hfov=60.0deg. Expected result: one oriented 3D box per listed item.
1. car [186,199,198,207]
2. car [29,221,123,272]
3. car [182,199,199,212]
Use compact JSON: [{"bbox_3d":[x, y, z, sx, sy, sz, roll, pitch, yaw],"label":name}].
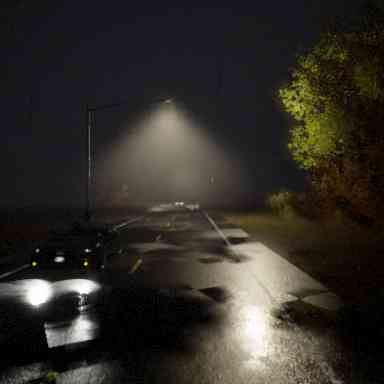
[{"bbox_3d":[-0.034,2.113,64.625,2.128,1.511,4.902,0,-1,0],"label":"car"},{"bbox_3d":[-3.620,1.673,11.093,1.994,1.385,4.181,0,-1,0],"label":"car"},{"bbox_3d":[0.007,2.047,46.474,1.895,1.301,4.718,0,-1,0],"label":"car"}]
